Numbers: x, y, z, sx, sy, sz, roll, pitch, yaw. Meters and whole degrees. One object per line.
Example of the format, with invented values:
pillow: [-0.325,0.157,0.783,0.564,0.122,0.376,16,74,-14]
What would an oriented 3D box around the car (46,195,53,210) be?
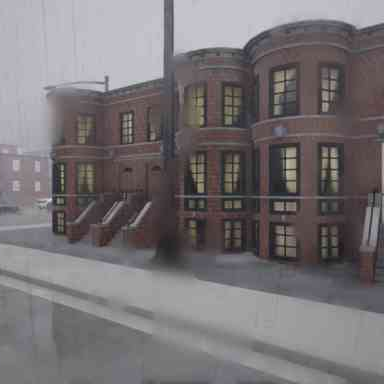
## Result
car: [-14.961,1.477,41.406,1.882,1.535,5.008,0,0,36]

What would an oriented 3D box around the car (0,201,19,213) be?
car: [-20.120,1.564,34.188,1.994,1.385,4.181,0,0,36]

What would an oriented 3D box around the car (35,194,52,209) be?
car: [-17.592,1.221,43.743,2.150,2.045,5.566,0,0,36]
